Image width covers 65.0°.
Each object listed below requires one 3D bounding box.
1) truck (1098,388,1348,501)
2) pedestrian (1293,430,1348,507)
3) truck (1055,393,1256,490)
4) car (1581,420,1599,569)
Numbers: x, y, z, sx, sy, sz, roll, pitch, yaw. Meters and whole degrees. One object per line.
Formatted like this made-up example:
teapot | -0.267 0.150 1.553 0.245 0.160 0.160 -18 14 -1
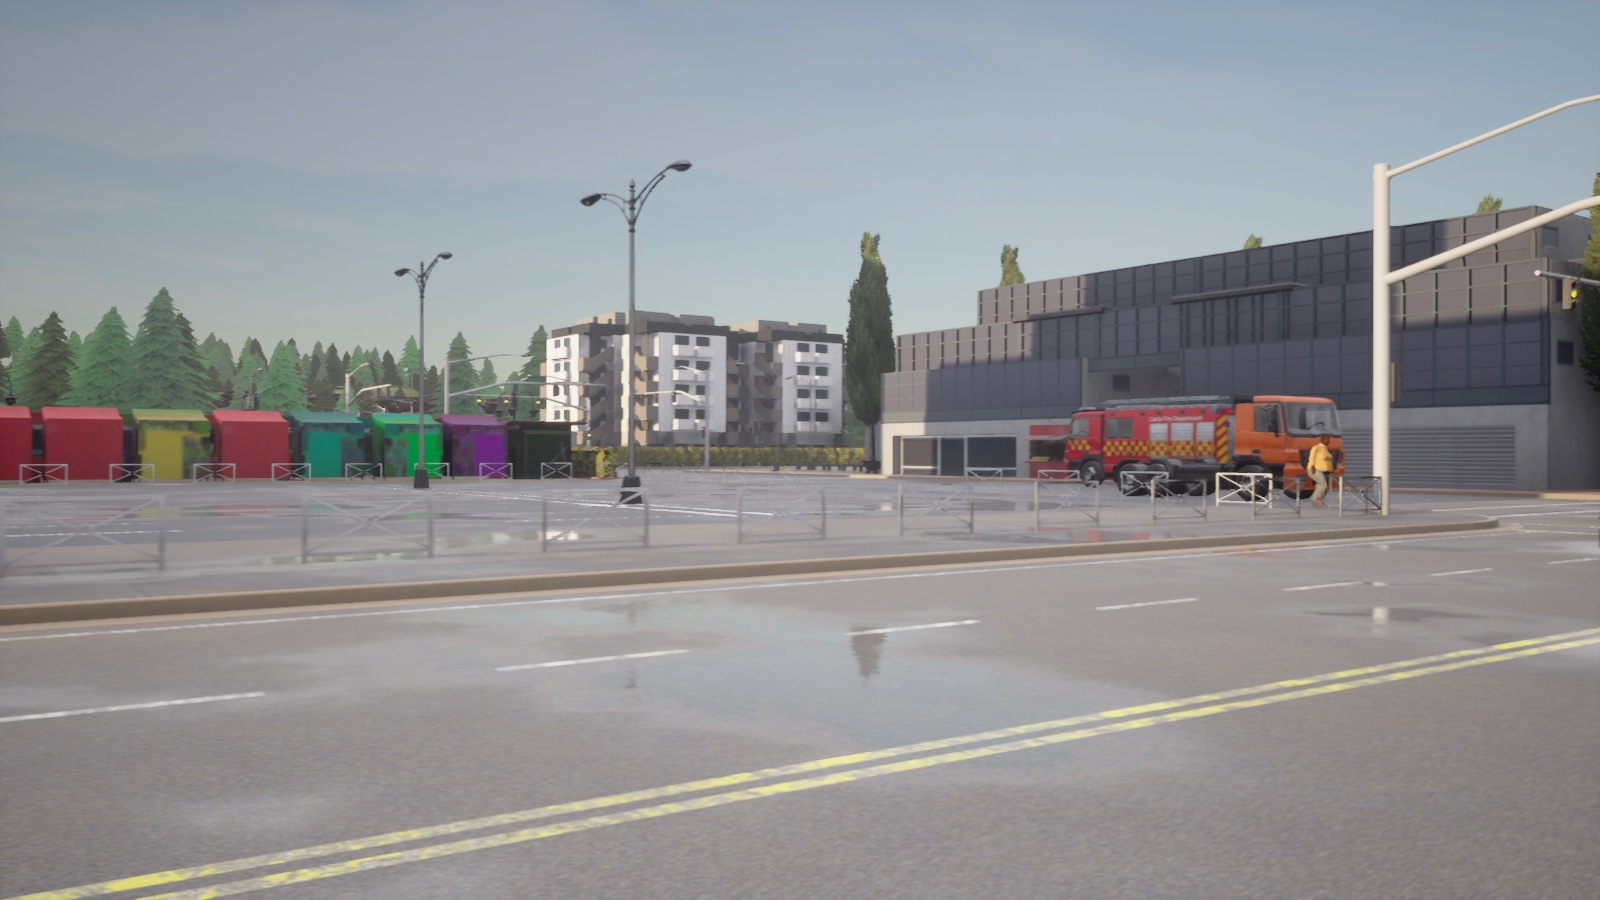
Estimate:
truck | 14.062 -0.163 42.491 2.891 3.462 7.936 0 0 -33
pedestrian | 12.769 0.452 30.807 0.874 1.855 0.900 0 0 -34
truck | 15.008 -0.320 53.810 2.891 3.827 8.468 0 0 -33
car | 12.112 0.555 16.359 3.866 1.878 1.905 0 0 -35
